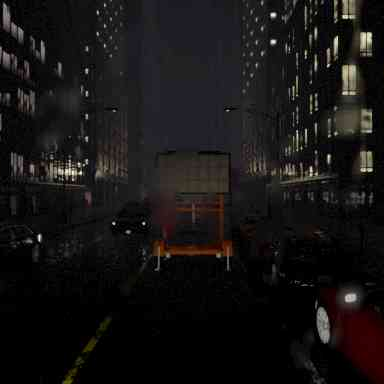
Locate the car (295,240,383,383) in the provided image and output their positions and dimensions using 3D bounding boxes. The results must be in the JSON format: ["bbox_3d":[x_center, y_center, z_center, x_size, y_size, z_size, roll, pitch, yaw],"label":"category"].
[{"bbox_3d":[2.710,1.545,3.332,1.887,1.381,4.507,0,0,0],"label":"car"}]

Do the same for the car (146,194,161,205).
[{"bbox_3d":[-5.502,1.407,43.105,1.967,1.590,4.097,0,0,0],"label":"car"}]

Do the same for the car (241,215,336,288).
[{"bbox_3d":[2.734,1.550,9.006,2.008,1.369,4.403,0,0,0],"label":"car"}]

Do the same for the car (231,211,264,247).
[{"bbox_3d":[2.759,1.522,14.853,1.752,1.417,4.829,0,0,0],"label":"car"}]

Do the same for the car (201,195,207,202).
[{"bbox_3d":[2.926,1.530,54.406,1.802,1.307,4.206,1,0,0],"label":"car"}]

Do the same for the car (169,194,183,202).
[{"bbox_3d":[-2.739,1.410,62.150,1.882,1.535,5.008,0,0,0],"label":"car"}]

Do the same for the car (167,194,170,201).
[{"bbox_3d":[-5.431,1.519,60.130,1.802,1.307,4.206,1,0,0],"label":"car"}]

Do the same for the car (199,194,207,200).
[{"bbox_3d":[3.094,1.389,94.129,1.887,1.381,4.507,1,0,0],"label":"car"}]

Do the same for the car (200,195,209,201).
[{"bbox_3d":[3.046,1.445,82.779,1.947,1.339,4.313,1,0,0],"label":"car"}]

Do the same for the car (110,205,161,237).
[{"bbox_3d":[-3.026,1.596,18.114,1.895,1.301,4.718,0,0,0],"label":"car"}]

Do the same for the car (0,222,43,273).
[{"bbox_3d":[-5.646,1.550,9.049,2.008,1.369,4.403,0,0,0],"label":"car"}]

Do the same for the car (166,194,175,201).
[{"bbox_3d":[-5.333,1.320,82.833,1.967,1.590,4.097,1,0,0],"label":"car"}]

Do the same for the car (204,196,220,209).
[{"bbox_3d":[2.878,1.533,43.057,1.947,1.339,4.313,0,0,0],"label":"car"}]

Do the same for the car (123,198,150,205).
[{"bbox_3d":[-5.551,1.527,31.752,1.887,1.381,4.507,0,0,0],"label":"car"}]

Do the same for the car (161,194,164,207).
[{"bbox_3d":[-5.477,1.274,48.780,2.192,1.841,5.009,0,0,0],"label":"car"}]

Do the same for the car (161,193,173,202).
[{"bbox_3d":[-5.380,1.226,71.482,2.192,1.841,5.009,1,0,0],"label":"car"}]

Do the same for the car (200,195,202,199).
[{"bbox_3d":[2.950,1.519,60.080,1.802,1.307,4.206,1,0,0],"label":"car"}]

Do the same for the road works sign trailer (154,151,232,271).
[{"bbox_3d":[0.046,0.463,10.928,2.380,3.560,2.880,0,0,0],"label":"road works sign trailer"}]
